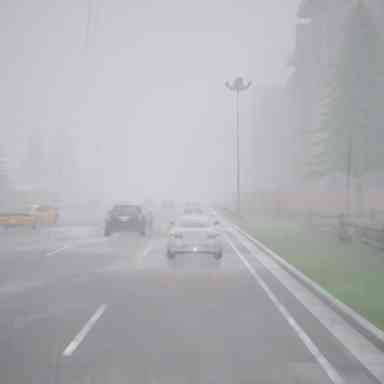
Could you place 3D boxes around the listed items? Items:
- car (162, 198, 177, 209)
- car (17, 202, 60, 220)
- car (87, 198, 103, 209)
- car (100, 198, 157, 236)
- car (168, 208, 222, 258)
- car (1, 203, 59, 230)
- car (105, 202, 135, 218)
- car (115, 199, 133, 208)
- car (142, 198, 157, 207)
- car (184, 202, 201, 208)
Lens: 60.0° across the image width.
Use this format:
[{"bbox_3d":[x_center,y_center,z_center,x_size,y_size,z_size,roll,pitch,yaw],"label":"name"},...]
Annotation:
[{"bbox_3d":[-3.424,1.686,50.019,1.837,1.490,4.892,0,0,0],"label":"car"},{"bbox_3d":[-13.915,1.676,30.373,1.994,1.385,4.181,0,0,0],"label":"car"},{"bbox_3d":[-13.923,1.686,48.975,1.837,1.490,4.892,0,0,0],"label":"car"},{"bbox_3d":[-3.410,1.421,18.879,2.097,1.767,4.553,0,0,0],"label":"car"},{"bbox_3d":[0.096,1.572,12.802,1.812,1.442,4.674,0,0,0],"label":"car"},{"bbox_3d":[-10.409,1.558,21.836,1.882,1.535,5.008,0,0,0],"label":"car"},{"bbox_3d":[-6.915,1.681,32.313,1.994,1.385,4.181,0,0,0],"label":"car"},{"bbox_3d":[-10.425,1.751,51.316,1.994,1.385,4.181,0,0,0],"label":"car"},{"bbox_3d":[-6.926,1.703,55.122,1.837,1.490,4.892,0,-1,0],"label":"car"},{"bbox_3d":[0.083,1.737,37.519,1.895,1.301,4.718,0,0,0],"label":"car"}]
